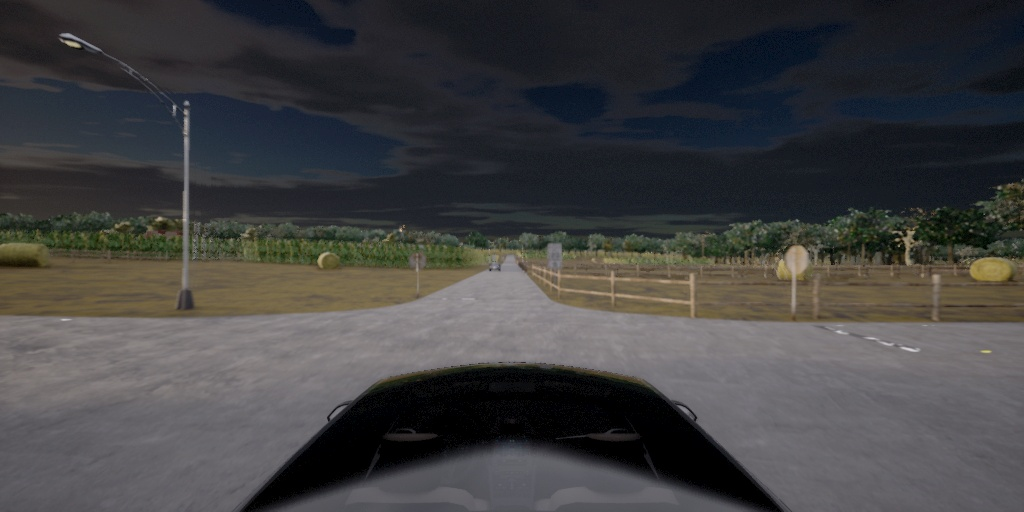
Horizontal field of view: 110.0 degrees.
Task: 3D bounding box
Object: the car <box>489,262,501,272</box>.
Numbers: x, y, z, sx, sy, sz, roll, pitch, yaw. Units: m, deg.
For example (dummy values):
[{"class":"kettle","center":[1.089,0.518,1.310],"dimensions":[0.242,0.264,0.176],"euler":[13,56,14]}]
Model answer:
[{"class":"car","center":[-2.731,1.714,58.211],"dimensions":[2.128,1.511,4.902],"euler":[0,0,0]}]
